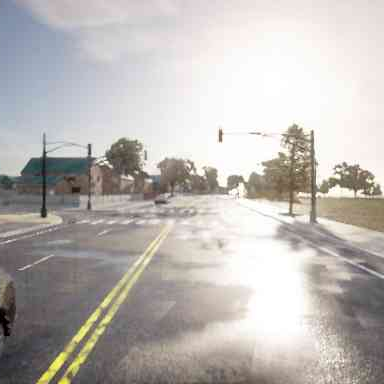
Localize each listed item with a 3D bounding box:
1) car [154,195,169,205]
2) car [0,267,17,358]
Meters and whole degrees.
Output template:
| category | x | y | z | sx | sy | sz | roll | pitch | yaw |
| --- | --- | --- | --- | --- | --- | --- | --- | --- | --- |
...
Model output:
| category | x | y | z | sx | sy | sz | roll | pitch | yaw |
| --- | --- | --- | --- | --- | --- | --- | --- | --- | --- |
| car | -4.859 | 1.227 | 53.162 | 1.882 | 1.535 | 5.008 | 0 | 2 | 3 |
| car | -3.323 | 1.473 | 2.584 | 2.128 | 1.511 | 4.902 | 0 | 0 | 0 |
